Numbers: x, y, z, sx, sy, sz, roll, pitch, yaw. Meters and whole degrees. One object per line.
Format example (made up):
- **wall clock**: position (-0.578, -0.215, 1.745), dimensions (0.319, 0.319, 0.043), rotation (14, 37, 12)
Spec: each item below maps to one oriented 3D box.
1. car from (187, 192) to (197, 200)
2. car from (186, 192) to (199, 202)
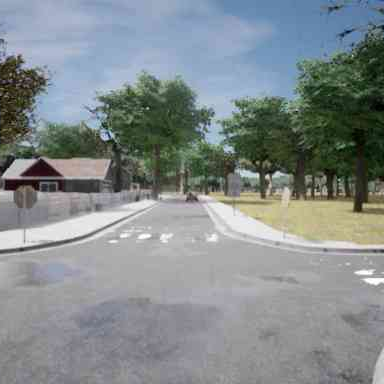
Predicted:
- **car**: position (0.011, 0.754, 62.944), dimensions (1.895, 1.301, 4.718), rotation (0, 1, 0)
- **car**: position (0.006, 0.797, 52.908), dimensions (1.812, 1.442, 4.674), rotation (0, 1, 0)
